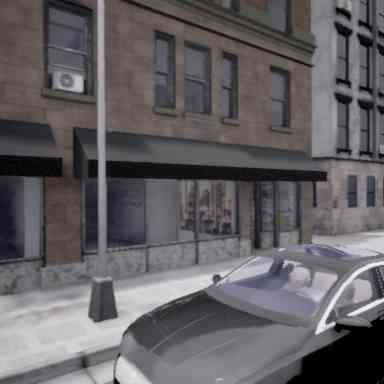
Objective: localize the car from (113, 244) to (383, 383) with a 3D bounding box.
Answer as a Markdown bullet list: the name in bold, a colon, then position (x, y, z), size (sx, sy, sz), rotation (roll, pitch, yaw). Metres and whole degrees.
- **car**: position (1.473, 1.490, 4.122), size (4.902, 1.511, 2.128), rotation (0, 0, -35)
